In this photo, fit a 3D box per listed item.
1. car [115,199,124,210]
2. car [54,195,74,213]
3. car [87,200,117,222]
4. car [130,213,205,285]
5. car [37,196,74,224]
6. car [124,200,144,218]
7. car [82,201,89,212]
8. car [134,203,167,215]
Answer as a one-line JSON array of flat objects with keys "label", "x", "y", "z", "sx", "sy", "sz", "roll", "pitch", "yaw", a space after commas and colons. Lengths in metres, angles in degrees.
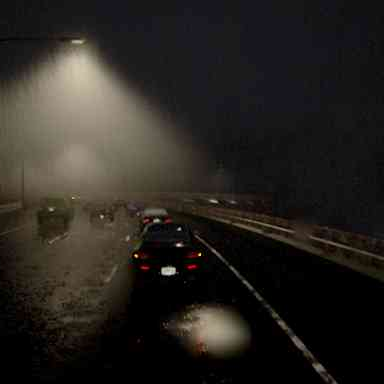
[{"label": "car", "x": -9.794, "y": 1.731, "z": 44.497, "sx": 1.837, "sy": 1.490, "sz": 4.892, "roll": 0, "pitch": 0, "yaw": -23}, {"label": "car", "x": -15.998, "y": 1.442, "z": 41.281, "sx": 2.150, "sy": 2.045, "sz": 5.566, "roll": 0, "pitch": 0, "yaw": -23}, {"label": "car", "x": -7.603, "y": 1.651, "z": 28.085, "sx": 1.837, "sy": 1.490, "sz": 4.892, "roll": 0, "pitch": 0, "yaw": -15}, {"label": "car", "x": -0.727, "y": 1.573, "z": 9.580, "sx": 1.812, "sy": 1.442, "sz": 4.674, "roll": 0, "pitch": 0, "yaw": -5}, {"label": "car", "x": -10.725, "y": 1.363, "z": 26.415, "sx": 2.150, "sy": 2.045, "sz": 5.566, "roll": 0, "pitch": 0, "yaw": -14}, {"label": "car", "x": -5.295, "y": 1.689, "z": 32.557, "sx": 1.812, "sy": 1.442, "sz": 4.674, "roll": 0, "pitch": 0, "yaw": -17}, {"label": "car", "x": -13.003, "y": 1.787, "z": 43.107, "sx": 1.994, "sy": 1.385, "sz": 4.181, "roll": 0, "pitch": 0, "yaw": -23}, {"label": "car", "x": -2.395, "y": 1.651, "z": 20.894, "sx": 2.033, "sy": 1.411, "sz": 5.357, "roll": 0, "pitch": 0, "yaw": -11}]
